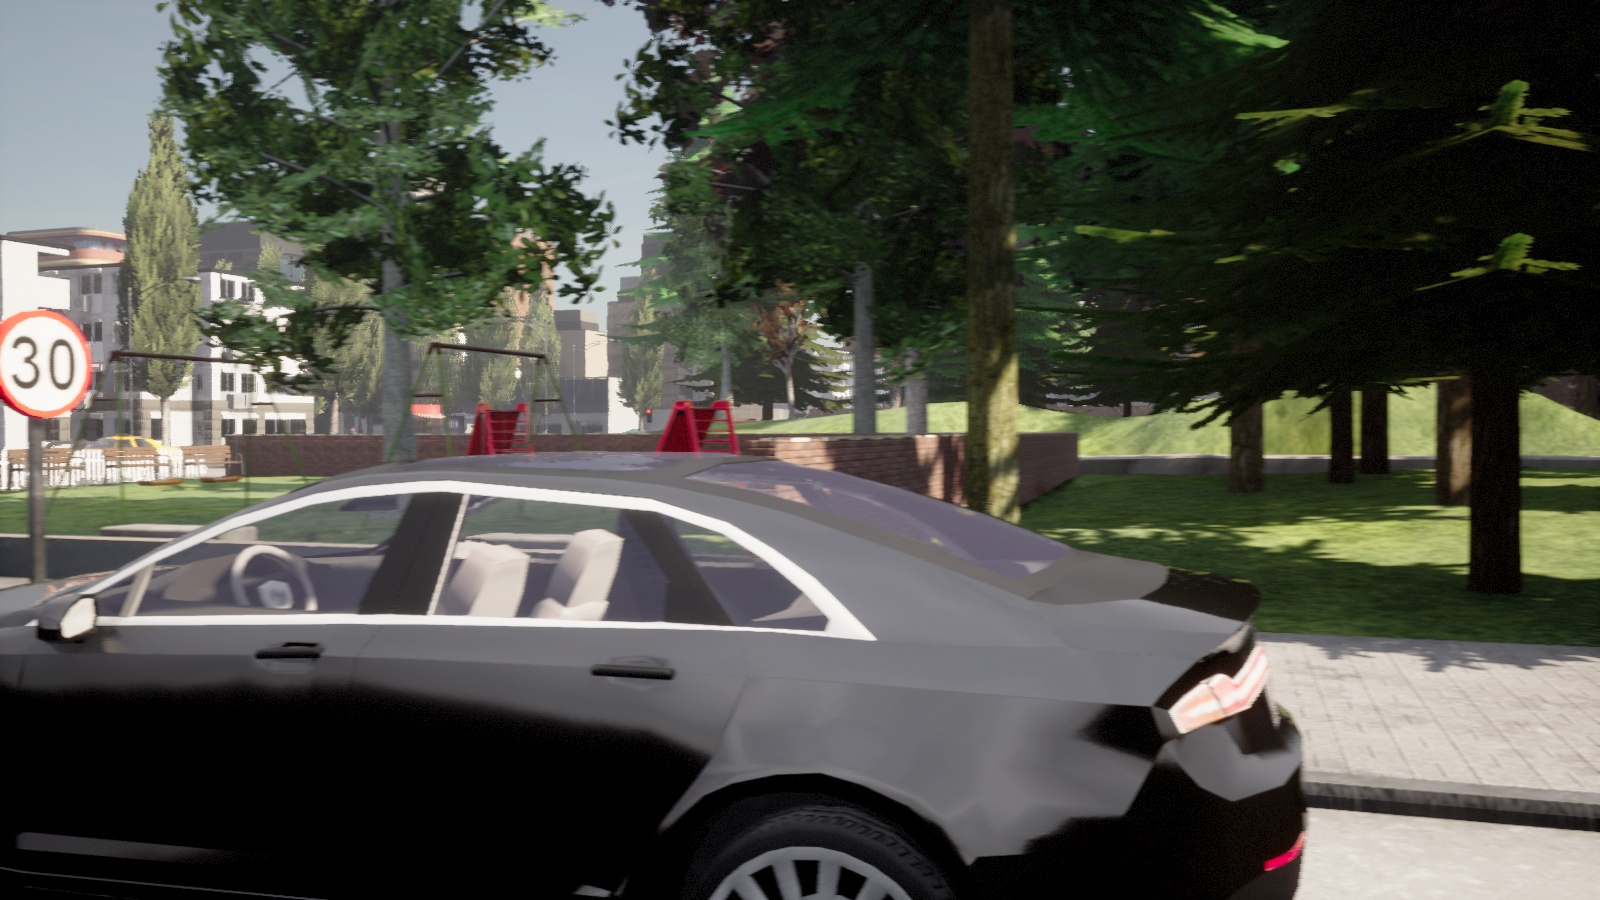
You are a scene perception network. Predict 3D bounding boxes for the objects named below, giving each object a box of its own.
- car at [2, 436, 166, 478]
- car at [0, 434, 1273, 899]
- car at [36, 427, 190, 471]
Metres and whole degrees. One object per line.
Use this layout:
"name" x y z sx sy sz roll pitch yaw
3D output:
"car" -24.005 0.181 42.333 1.895 1.301 4.718 0 1 19
"car" -1.122 0.715 4.098 4.902 1.511 2.128 0 1 19
"car" -26.233 -0.081 48.216 1.801 1.575 5.366 0 1 19
